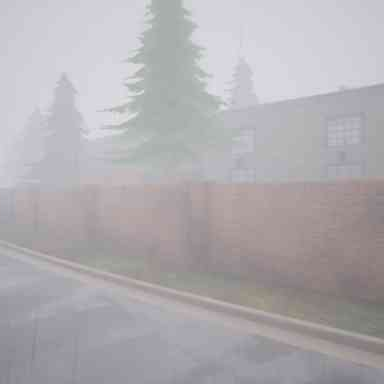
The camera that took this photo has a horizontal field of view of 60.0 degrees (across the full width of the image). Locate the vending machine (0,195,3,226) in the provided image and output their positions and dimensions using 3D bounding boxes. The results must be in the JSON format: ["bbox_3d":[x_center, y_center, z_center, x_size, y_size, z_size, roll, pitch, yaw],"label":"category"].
[{"bbox_3d":[-13.524,1.234,22.601,1.100,2.100,0.880,0,0,-37],"label":"vending machine"}]
